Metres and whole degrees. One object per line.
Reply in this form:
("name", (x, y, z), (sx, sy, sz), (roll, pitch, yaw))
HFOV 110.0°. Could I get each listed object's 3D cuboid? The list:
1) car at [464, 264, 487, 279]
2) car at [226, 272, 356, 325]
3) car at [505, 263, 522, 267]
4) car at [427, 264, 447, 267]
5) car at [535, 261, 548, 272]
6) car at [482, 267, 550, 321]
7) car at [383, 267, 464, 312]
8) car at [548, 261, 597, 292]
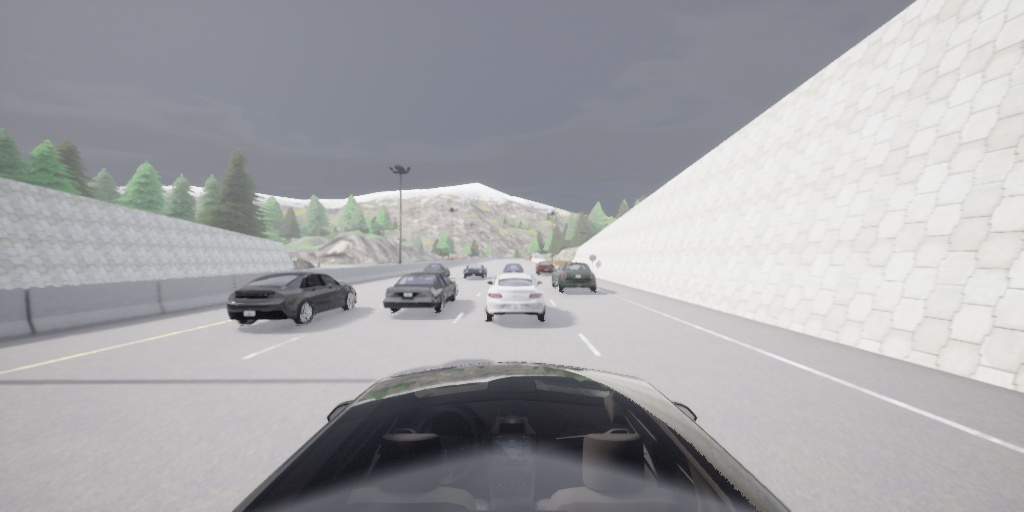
("car", (-3.384, 1.406, 33.899), (1.895, 1.301, 4.718), (0, 0, 0))
("car", (-6.896, 1.271, 11.846), (1.837, 1.490, 4.892), (0, 0, 0))
("car", (0.114, 1.349, 31.126), (2.033, 1.411, 5.357), (0, 0, 0))
("car", (-6.886, 1.366, 32.533), (1.994, 1.385, 4.181), (0, 0, 0))
("car", (3.620, 1.295, 40.090), (1.882, 1.535, 5.008), (0, 0, 0))
("car", (0.104, 1.294, 12.463), (1.812, 1.442, 4.674), (0, 0, 0))
("car", (-3.394, 1.319, 14.217), (2.033, 1.411, 5.357), (0, 0, 0))
("car", (3.609, 1.137, 21.612), (2.097, 1.767, 4.553), (0, 0, 0))
